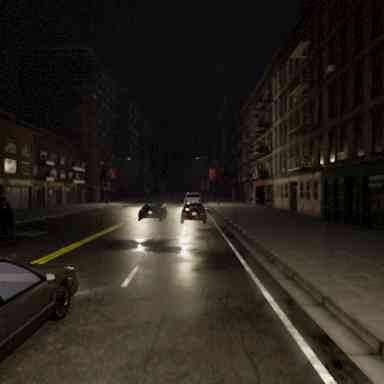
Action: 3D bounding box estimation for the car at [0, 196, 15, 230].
[{"bbox_3d":[-9.743,1.189,13.994,2.150,2.045,5.566,0,0,0],"label":"car"}]

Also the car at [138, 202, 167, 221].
[{"bbox_3d":[-3.132,1.526,27.027,1.994,1.385,4.181,0,0,0],"label":"car"}]

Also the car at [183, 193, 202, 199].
[{"bbox_3d":[0.119,1.163,41.672,2.150,2.045,5.566,0,-1,0],"label":"car"}]

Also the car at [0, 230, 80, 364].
[{"bbox_3d":[-3.150,1.541,4.172,2.033,1.411,5.357,0,0,0],"label":"car"}]

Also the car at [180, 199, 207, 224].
[{"bbox_3d":[0.117,1.512,24.735,2.033,1.411,5.357,0,0,0],"label":"car"}]
